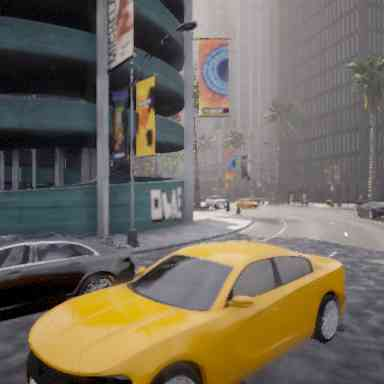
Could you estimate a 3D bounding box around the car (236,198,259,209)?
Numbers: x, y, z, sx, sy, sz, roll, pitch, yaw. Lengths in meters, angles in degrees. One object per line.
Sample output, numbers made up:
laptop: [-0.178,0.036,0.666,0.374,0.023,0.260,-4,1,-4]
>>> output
car: [8.672,1.833,51.917,1.882,1.535,5.008,0,-1,-19]

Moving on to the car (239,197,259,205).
car: [12.355,1.972,72.012,2.231,1.521,4.892,0,0,-19]

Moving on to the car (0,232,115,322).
car: [-3.389,1.556,6.077,4.902,1.511,2.128,0,0,-40]

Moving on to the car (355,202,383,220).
car: [16.488,1.661,30.162,1.837,1.490,4.892,0,0,4]

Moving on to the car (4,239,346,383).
car: [0.399,1.515,4.728,5.008,1.535,1.882,0,0,-43]

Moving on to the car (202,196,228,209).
car: [4.096,1.623,54.483,2.150,2.045,5.566,0,-1,-19]
